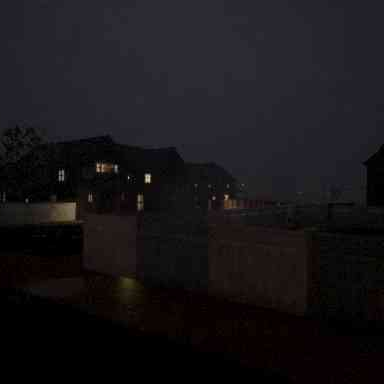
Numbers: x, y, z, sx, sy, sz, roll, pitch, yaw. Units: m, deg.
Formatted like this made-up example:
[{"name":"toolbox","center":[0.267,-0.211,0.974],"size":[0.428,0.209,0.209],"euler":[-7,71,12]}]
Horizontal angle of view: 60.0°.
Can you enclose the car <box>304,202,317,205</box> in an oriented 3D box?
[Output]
[{"name":"car","center":[18.074,2.207,50.013],"size":[1.895,1.301,4.718],"euler":[0,-1,35]}]

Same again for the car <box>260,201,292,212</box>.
[{"name":"car","center":[9.424,1.769,37.688],"size":[2.097,1.767,4.553],"euler":[0,-1,35]}]

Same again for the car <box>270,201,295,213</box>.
[{"name":"car","center":[12.934,2.082,47.476],"size":[1.837,1.490,4.892],"euler":[0,-1,35]}]
